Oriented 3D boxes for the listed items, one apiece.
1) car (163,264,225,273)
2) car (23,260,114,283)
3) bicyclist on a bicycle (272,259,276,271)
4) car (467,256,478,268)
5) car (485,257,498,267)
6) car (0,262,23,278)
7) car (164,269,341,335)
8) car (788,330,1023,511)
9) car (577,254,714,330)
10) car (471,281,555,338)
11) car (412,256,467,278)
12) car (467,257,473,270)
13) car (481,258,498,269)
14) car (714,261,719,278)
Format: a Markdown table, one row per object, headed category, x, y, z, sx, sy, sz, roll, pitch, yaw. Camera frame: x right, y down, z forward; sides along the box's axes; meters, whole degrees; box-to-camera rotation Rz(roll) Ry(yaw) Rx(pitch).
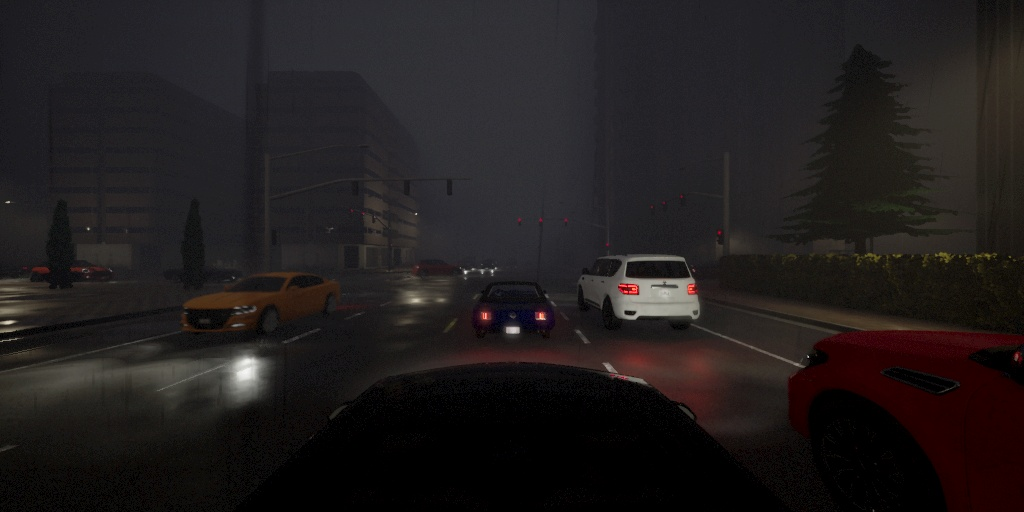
| category | x | y | z | sx | sy | sz | roll | pitch | yaw |
| --- | --- | --- | --- | --- | --- | --- | --- | --- | --- |
| car | -23.348 | 1.351 | 27.268 | 4.718 | 1.301 | 1.895 | 0 | 0 | 0 |
| car | -33.431 | 1.105 | 27.358 | 4.553 | 1.767 | 2.097 | 0 | 0 | 0 |
| bicyclist on a bicycle | -28.686 | 1.051 | 42.798 | 0.582 | 1.620 | 1.656 | 0 | 0 | 1 |
| car | -7.150 | 0.971 | 61.217 | 2.150 | 2.045 | 5.566 | 0 | 0 | 0 |
| car | -3.629 | 1.102 | 65.319 | 2.097 | 1.767 | 4.553 | 0 | 0 | 0 |
| car | -45.476 | 1.276 | 30.976 | 4.674 | 1.442 | 1.812 | 0 | 0 | 1 |
| car | -7.055 | 1.227 | 10.740 | 1.882 | 1.535 | 5.008 | 0 | 0 | 0 |
| car | 3.601 | 0.971 | 0.892 | 2.150 | 2.045 | 5.566 | 0 | 0 | 0 |
| car | 3.577 | 0.971 | 11.253 | 2.150 | 2.045 | 5.566 | 0 | 0 | -2 |
| car | 0.047 | 1.351 | 10.125 | 1.895 | 1.301 | 4.718 | 0 | 0 | 0 |
| car | -7.015 | 1.102 | 33.904 | 4.553 | 1.767 | 2.097 | 0 | 0 | -28 |
| car | -7.142 | 1.276 | 51.519 | 1.812 | 1.442 | 4.674 | 0 | 0 | 0 |
| car | -3.661 | 1.255 | 55.431 | 1.837 | 1.490 | 4.892 | 0 | 0 | 0 |
| car | 16.944 | 1.314 | 30.415 | 4.181 | 1.385 | 1.994 | 0 | 0 | 1 |
